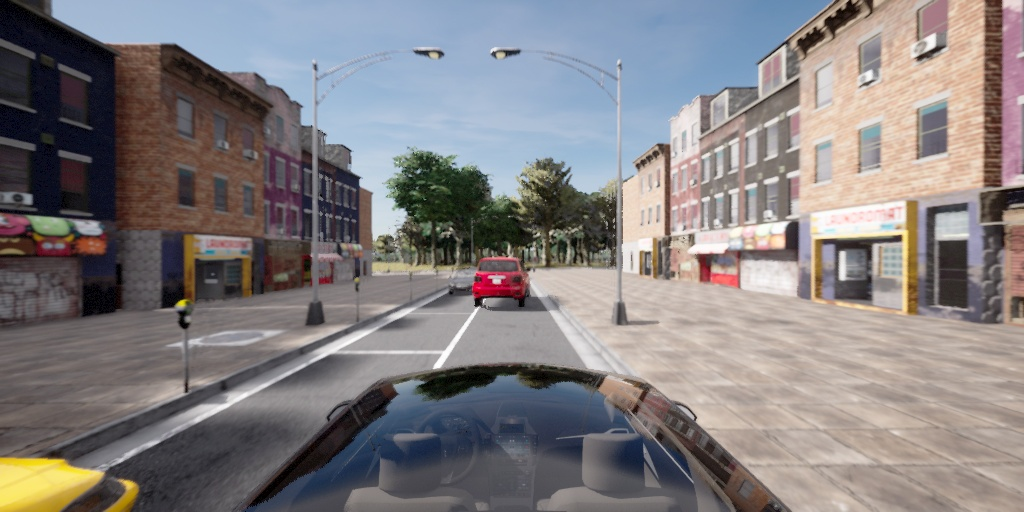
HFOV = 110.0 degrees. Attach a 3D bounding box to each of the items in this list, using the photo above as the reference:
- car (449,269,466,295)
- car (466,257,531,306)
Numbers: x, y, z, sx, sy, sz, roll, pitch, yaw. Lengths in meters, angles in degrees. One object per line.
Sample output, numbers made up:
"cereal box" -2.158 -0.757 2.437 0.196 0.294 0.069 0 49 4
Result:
"car" -2.636 1.458 21.197 2.007 1.370 4.403 0 0 0
"car" -0.358 1.091 16.559 2.150 2.045 5.566 0 0 5
